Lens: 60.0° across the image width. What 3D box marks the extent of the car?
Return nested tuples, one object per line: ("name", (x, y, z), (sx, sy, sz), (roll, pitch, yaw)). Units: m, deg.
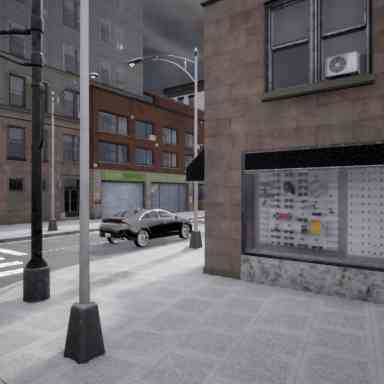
("car", (-1.876, 1.459, 14.950), (2.128, 1.511, 4.902), (0, 0, 35))
